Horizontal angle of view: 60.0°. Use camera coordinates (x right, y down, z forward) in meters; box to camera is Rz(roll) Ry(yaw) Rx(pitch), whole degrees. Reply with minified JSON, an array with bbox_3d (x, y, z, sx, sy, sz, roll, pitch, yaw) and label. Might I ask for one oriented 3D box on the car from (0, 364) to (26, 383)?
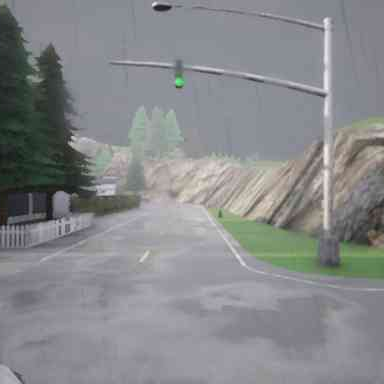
[{"bbox_3d":[-3.436,1.537,1.993,4.674,1.442,1.812,0,0,-1],"label":"car"}]
